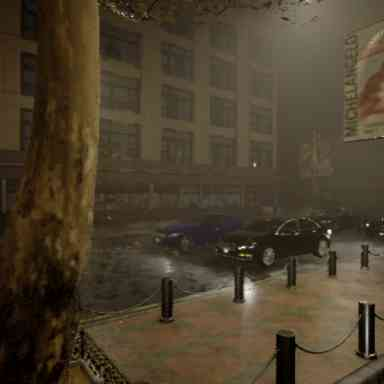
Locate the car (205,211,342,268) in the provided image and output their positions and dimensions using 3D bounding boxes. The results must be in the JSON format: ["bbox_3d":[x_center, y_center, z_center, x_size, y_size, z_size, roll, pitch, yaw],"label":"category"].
[{"bbox_3d":[3.021,1.602,11.777,4.892,1.490,1.837,1,0,-36],"label":"car"}]

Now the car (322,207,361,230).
[{"bbox_3d":[8.893,1.675,20.371,4.902,1.511,2.128,1,0,-36],"label":"car"}]

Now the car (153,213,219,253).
[{"bbox_3d":[0.570,1.630,14.328,4.674,1.442,1.812,1,0,-35],"label":"car"}]

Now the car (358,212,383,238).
[{"bbox_3d":[11.136,1.775,17.676,4.718,1.301,1.895,1,0,-36],"label":"car"}]
